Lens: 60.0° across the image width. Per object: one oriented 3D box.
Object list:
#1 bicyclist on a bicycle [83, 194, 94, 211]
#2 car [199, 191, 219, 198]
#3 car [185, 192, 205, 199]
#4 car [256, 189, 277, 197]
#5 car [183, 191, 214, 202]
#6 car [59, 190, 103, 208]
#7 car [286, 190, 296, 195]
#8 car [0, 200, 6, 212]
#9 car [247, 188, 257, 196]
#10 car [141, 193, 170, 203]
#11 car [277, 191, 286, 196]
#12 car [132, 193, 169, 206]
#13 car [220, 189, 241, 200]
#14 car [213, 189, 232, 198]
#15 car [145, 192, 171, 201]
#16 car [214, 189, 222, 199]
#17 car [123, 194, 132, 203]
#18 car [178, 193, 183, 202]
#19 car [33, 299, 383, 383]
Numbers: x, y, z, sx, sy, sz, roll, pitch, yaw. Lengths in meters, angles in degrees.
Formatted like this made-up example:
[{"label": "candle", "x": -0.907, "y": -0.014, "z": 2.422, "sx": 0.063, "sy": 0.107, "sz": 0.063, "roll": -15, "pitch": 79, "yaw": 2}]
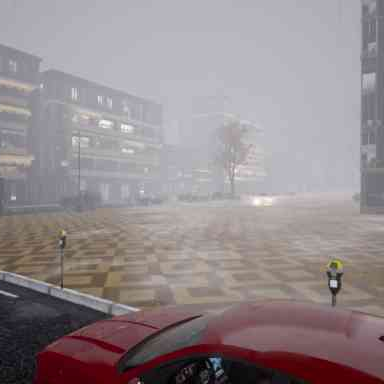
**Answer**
[{"label": "bicyclist on a bicycle", "x": -9.819, "y": 1.021, "z": 31.479, "sx": 1.656, "sy": 1.620, "sz": 0.582, "roll": 0, "pitch": 1, "yaw": 35}, {"label": "car", "x": 3.656, "y": 0.532, "z": 70.743, "sx": 1.752, "sy": 1.417, "sz": 4.829, "roll": 2, "pitch": 2, "yaw": 35}, {"label": "car", "x": 0.578, "y": 0.656, "z": 66.310, "sx": 1.947, "sy": 1.339, "sz": 4.313, "roll": 2, "pitch": 2, "yaw": 35}, {"label": "car", "x": 16.989, "y": 0.451, "z": 75.256, "sx": 2.008, "sy": 1.369, "sz": 4.403, "roll": 2, "pitch": 2, "yaw": 35}, {"label": "car", "x": 1.111, "y": 0.881, "z": 52.381, "sx": 2.008, "sy": 1.369, "sz": 4.403, "roll": 2, "pitch": 2, "yaw": 35}, {"label": "car", "x": -13.671, "y": 0.778, "z": 41.254, "sx": 2.150, "sy": 2.045, "sz": 5.566, "roll": 1, "pitch": 2, "yaw": 35}, {"label": "car", "x": 26.515, "y": 0.084, "z": 88.977, "sx": 1.967, "sy": 1.590, "sz": 4.097, "roll": 2, "pitch": 2, "yaw": 35}, {"label": "car", "x": -20.396, "y": 1.097, "z": 31.552, "sx": 2.097, "sy": 1.767, "sz": 4.553, "roll": 1, "pitch": 1, "yaw": 37}, {"label": "car", "x": 16.457, "y": -0.023, "z": 89.177, "sx": 2.192, "sy": 1.841, "sz": 5.009, "roll": 2, "pitch": 2, "yaw": 35}, {"label": "car", "x": -5.717, "y": 0.867, "z": 52.673, "sx": 1.812, "sy": 1.442, "sz": 4.674, "roll": 1, "pitch": 1, "yaw": 35}, {"label": "car", "x": 20.163, "y": 0.365, "z": 79.830, "sx": 2.008, "sy": 1.369, "sz": 4.403, "roll": 2, "pitch": 2, "yaw": 35}, {"label": "car", "x": -5.240, "y": 1.055, "z": 43.230, "sx": 2.008, "sy": 1.369, "sz": 4.403, "roll": 2, "pitch": 2, "yaw": 35}, {"label": "car", "x": 7.559, "y": 0.680, "z": 61.670, "sx": 1.752, "sy": 1.417, "sz": 4.829, "roll": 2, "pitch": 2, "yaw": 35}, {"label": "car", "x": 6.932, "y": 0.234, "z": 75.453, "sx": 2.192, "sy": 1.841, "sz": 5.009, "roll": 2, "pitch": 2, "yaw": 35}, {"label": "car", "x": -5.773, "y": 0.814, "z": 57.159, "sx": 2.008, "sy": 1.369, "sz": 4.403, "roll": 2, "pitch": 2, "yaw": 35}, {"label": "car", "x": 5.523, "y": 0.633, "z": 63.474, "sx": 1.837, "sy": 1.490, "sz": 4.892, "roll": 1, "pitch": 1, "yaw": 35}, {"label": "car", "x": -8.948, "y": 0.916, "z": 52.584, "sx": 1.947, "sy": 1.339, "sz": 4.313, "roll": 2, "pitch": 2, "yaw": 35}, {"label": "car", "x": -0.356, "y": 0.767, "z": 54.916, "sx": 1.882, "sy": 1.535, "sz": 5.008, "roll": 1, "pitch": 1, "yaw": 35}, {"label": "car", "x": 0.603, "y": 1.545, "z": 2.435, "sx": 4.507, "sy": 1.381, "sz": 1.887, "roll": 0, "pitch": 0, "yaw": 36}]
